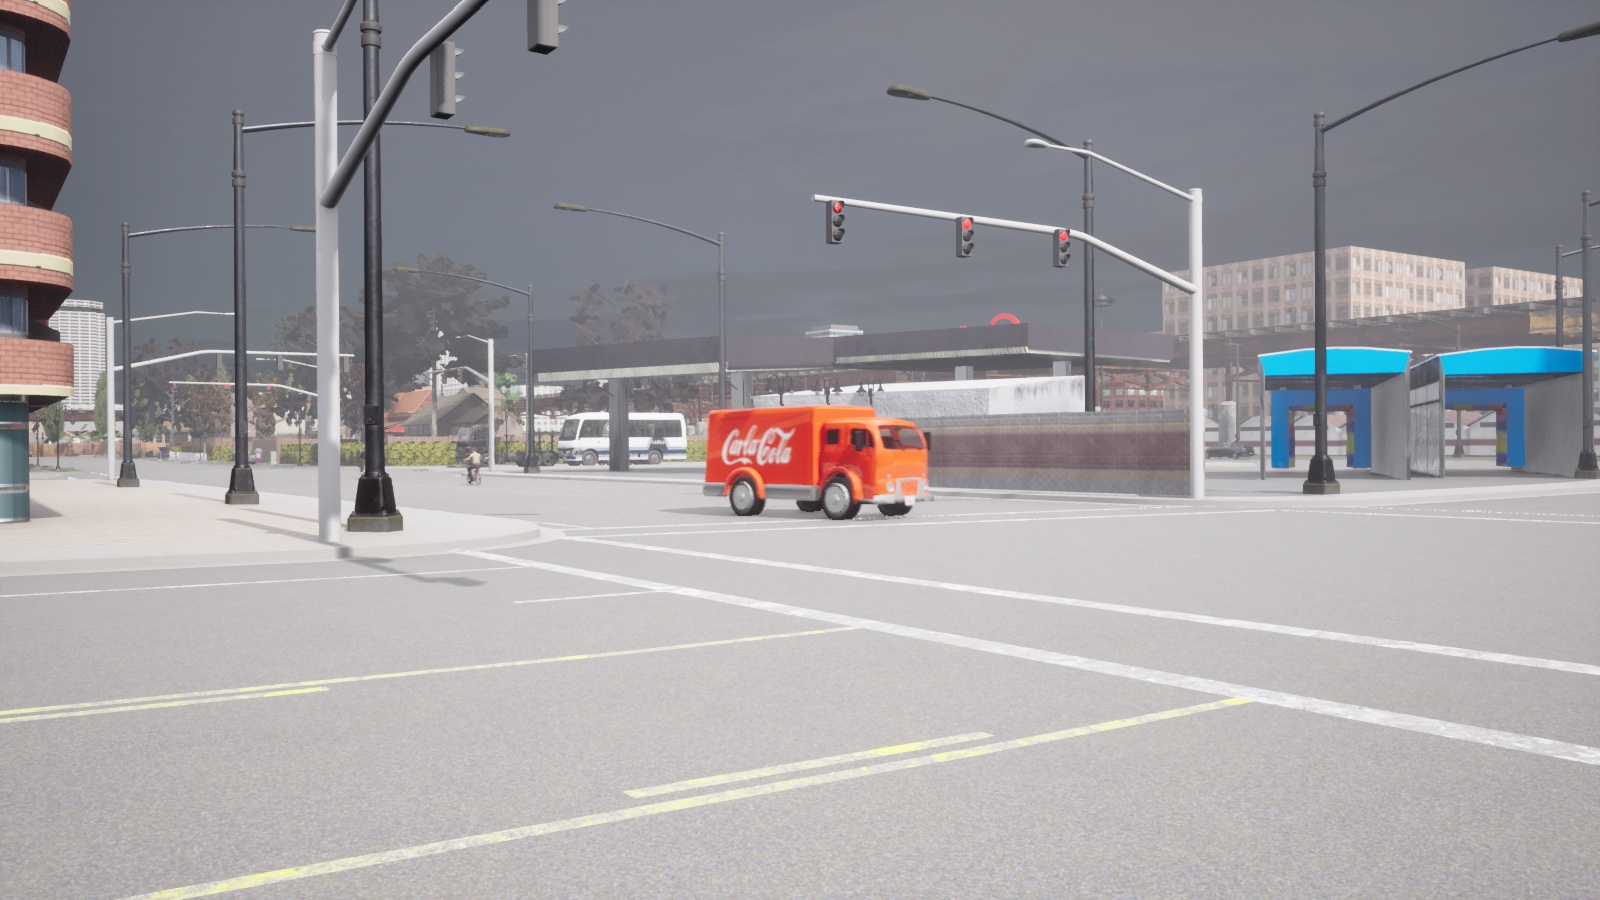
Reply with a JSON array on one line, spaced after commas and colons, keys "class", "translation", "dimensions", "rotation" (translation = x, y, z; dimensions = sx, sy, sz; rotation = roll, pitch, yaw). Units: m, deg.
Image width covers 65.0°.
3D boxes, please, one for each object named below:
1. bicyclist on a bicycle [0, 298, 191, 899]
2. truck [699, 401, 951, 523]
[{"class": "bicyclist on a bicycle", "translation": [-2.100, 0.623, 2.117], "dimensions": [1.843, 1.776, 0.659], "rotation": [0, 0, -36]}, {"class": "truck", "translation": [0.482, 0.251, 28.173], "dimensions": [5.204, 2.467, 2.627], "rotation": [0, 0, 43]}]
